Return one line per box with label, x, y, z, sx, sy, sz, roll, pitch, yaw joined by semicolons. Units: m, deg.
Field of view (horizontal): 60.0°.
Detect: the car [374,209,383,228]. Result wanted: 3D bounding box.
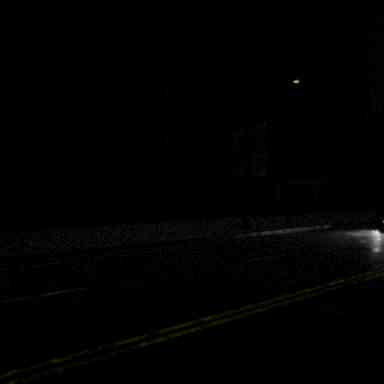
car;13.545;1.499;21.324;4.902;1.511;2.128;0;0;-35
